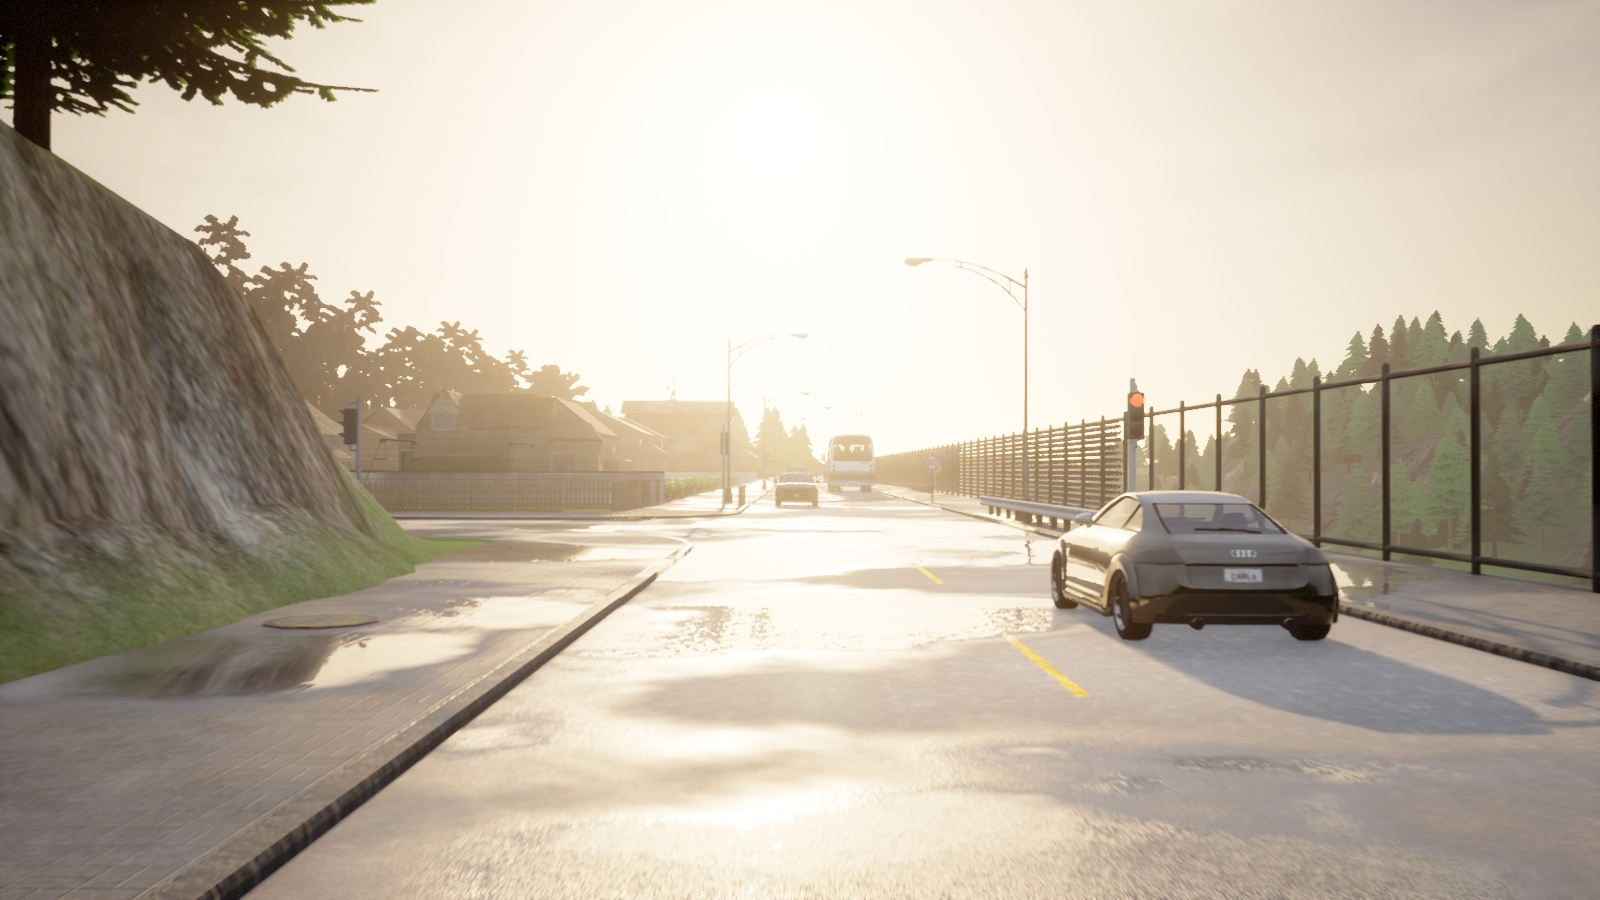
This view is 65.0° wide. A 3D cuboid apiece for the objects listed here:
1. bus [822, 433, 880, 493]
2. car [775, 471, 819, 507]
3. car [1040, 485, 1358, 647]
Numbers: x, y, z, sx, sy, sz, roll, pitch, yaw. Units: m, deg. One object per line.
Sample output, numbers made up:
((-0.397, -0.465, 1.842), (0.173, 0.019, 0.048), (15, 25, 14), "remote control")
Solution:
((3.758, 1.027, 95.799), (3.944, 4.253, 10.273), (0, -1, 0), "bus")
((-0.138, 1.749, 57.119), (1.882, 1.535, 5.008), (0, -1, 0), "car")
((3.934, 1.084, 13.224), (1.994, 1.385, 4.181), (0, -1, 0), "car")
